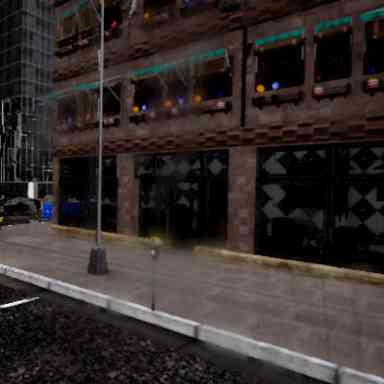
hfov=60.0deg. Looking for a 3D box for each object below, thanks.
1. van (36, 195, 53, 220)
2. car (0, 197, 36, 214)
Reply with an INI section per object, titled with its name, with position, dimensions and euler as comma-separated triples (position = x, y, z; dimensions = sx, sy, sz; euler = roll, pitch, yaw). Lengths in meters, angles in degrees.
[van]
position = -8.711, 1.090, 24.059
dimensions = 1.690, 1.788, 3.998
euler = 2, 1, 36
[car]
position = -15.500, 1.078, 28.980
dimensions = 1.947, 1.339, 4.313
euler = 2, 1, 36
